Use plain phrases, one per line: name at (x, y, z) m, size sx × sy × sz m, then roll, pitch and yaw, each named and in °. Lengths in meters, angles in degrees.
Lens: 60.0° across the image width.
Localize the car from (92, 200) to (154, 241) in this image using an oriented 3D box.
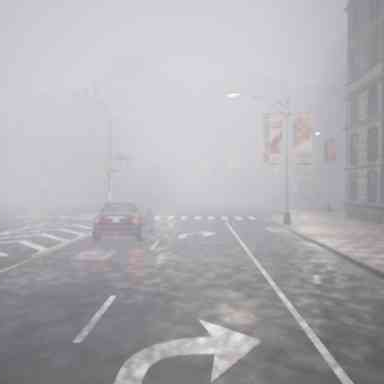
car at (-3.052, 1.155, 15.679) m, size 2.097 × 1.767 × 4.553 m, roll 0°, pitch 1°, yaw 1°
